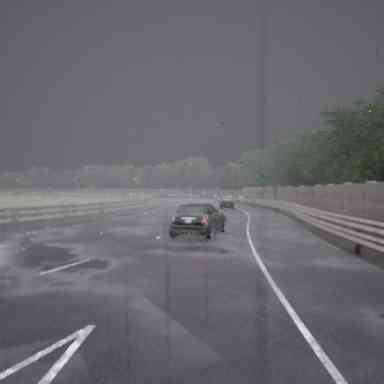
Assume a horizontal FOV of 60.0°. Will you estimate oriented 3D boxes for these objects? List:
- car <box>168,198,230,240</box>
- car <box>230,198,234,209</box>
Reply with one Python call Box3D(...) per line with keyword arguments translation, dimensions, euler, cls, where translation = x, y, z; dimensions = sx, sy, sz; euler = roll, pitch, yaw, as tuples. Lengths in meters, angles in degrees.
Box3D(translation=(0.412, 1.354, 17.238), dimensions=(2.097, 1.767, 4.553), euler=(0, 0, 16), cls="car")
Box3D(translation=(4.635, 1.515, 45.587), dimensions=(1.882, 1.535, 5.008), euler=(1, 0, 1), cls="car")
